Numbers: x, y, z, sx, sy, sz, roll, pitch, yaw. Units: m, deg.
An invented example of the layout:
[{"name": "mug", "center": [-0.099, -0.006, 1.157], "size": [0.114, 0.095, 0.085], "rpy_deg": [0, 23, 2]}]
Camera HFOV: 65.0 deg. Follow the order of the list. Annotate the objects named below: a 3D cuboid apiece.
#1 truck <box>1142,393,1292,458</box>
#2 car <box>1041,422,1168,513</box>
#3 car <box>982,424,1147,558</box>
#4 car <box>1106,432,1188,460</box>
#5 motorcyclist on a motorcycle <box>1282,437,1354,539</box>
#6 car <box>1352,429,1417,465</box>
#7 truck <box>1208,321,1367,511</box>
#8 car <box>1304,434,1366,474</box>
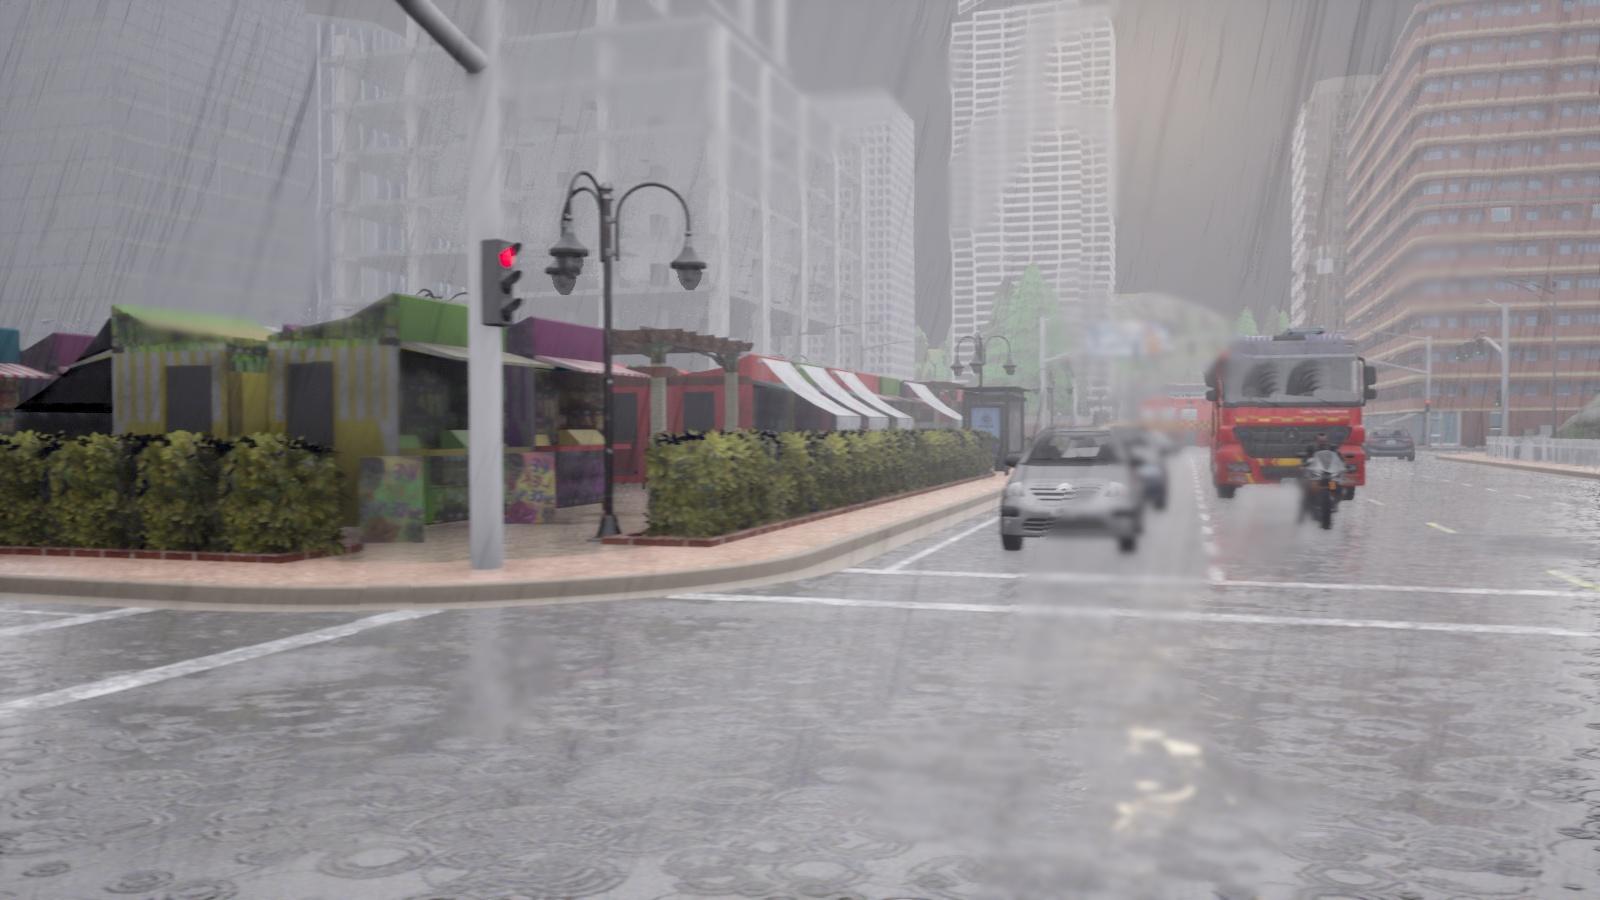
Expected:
[{"name": "truck", "center": [25.333, -1.483, 76.656], "size": [8.468, 3.827, 2.891], "rpy_deg": [1, 1, 17]}, {"name": "car", "center": [6.283, 0.286, 25.517], "size": [2.242, 1.667, 4.611], "rpy_deg": [0, 1, 17]}, {"name": "car", "center": [3.752, 0.461, 17.323], "size": [1.851, 1.617, 3.988], "rpy_deg": [0, 1, 17]}, {"name": "car", "center": [19.347, -0.240, 70.334], "size": [2.163, 1.488, 4.792], "rpy_deg": [0, 1, -17]}, {"name": "motorcyclist on a motorcycle", "center": [8.317, 0.569, 20.245], "size": [0.866, 1.530, 2.191], "rpy_deg": [0, 1, 17]}, {"name": "car", "center": [28.074, -0.192, 60.480], "size": [2.242, 1.667, 4.611], "rpy_deg": [1, 1, 17]}, {"name": "truck", "center": [11.261, -0.774, 29.739], "size": [2.891, 3.827, 8.468], "rpy_deg": [0, 1, 17]}, {"name": "car", "center": [20.936, 0.131, 49.230], "size": [1.845, 1.501, 3.633], "rpy_deg": [0, 1, 17]}]
